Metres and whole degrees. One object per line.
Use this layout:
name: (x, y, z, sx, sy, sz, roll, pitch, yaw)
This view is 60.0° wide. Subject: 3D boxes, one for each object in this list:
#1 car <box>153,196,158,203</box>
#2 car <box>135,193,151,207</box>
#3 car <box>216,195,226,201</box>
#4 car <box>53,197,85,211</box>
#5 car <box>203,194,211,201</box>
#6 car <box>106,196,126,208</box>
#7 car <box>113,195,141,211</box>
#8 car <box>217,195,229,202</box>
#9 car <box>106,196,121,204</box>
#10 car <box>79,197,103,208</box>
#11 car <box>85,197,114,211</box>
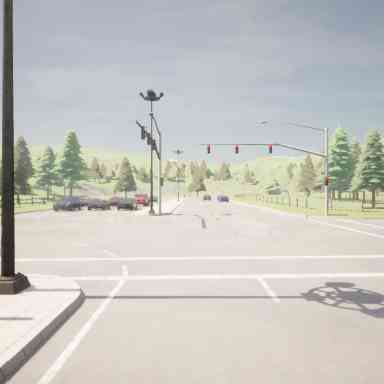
car: (-7.944, 1.547, 68.838, 2.033, 1.411, 5.357, 0, 0, 0)
car: (-8.056, 1.220, 52.069, 2.150, 2.045, 5.566, 0, 0, 0)
car: (7.320, 1.525, 84.279, 2.128, 1.511, 4.902, 0, 0, 2)
car: (-15.070, 1.352, 40.378, 2.097, 1.767, 4.553, 0, 0, 0)
car: (3.812, 1.355, 84.021, 2.097, 1.767, 4.553, 0, 0, 2)
car: (-11.556, 1.477, 50.630, 1.882, 1.535, 5.008, 0, 0, 0)
car: (-8.064, 1.477, 41.751, 1.882, 1.535, 5.008, 0, 0, 0)
car: (7.095, 1.478, 73.875, 1.882, 1.535, 5.008, 0, 0, 1)
car: (-14.991, 1.564, 63.810, 1.994, 1.385, 4.181, 0, 0, 0)
car: (-15.059, 1.547, 49.837, 2.033, 1.411, 5.357, 0, 0, 0)
car: (-11.568, 1.564, 41.632, 1.994, 1.385, 4.181, 0, 0, 0)
